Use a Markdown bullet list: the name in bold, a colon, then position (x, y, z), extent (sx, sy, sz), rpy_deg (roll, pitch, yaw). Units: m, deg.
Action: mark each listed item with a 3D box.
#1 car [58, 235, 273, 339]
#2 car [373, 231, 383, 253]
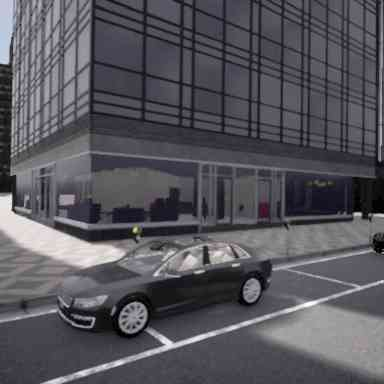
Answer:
- **car**: position (-0.283, 1.580, 6.553), extent (4.403, 1.369, 2.008), rpy_deg (1, 0, -35)
- **car**: position (8.874, 1.688, 13.085), extent (4.313, 1.339, 1.947), rpy_deg (1, 0, -35)
